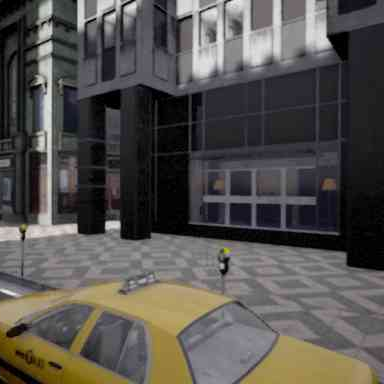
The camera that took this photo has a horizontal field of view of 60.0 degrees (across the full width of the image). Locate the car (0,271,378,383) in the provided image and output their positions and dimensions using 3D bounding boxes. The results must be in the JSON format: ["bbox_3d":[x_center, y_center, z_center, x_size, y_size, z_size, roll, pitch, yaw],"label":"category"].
[{"bbox_3d":[-0.738,1.520,3.488,4.829,1.417,1.752,0,0,36],"label":"car"}]
